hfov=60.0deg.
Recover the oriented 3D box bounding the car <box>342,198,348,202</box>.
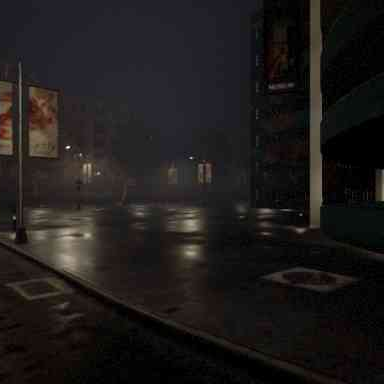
[{"bbox_3d":[22.136,1.413,51.046,4.786,1.482,2.161,0,0,-41],"label":"car"}]

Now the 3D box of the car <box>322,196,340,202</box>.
[{"bbox_3d":[15.593,1.320,39.958,4.674,1.452,2.002,0,0,-41],"label":"car"}]
